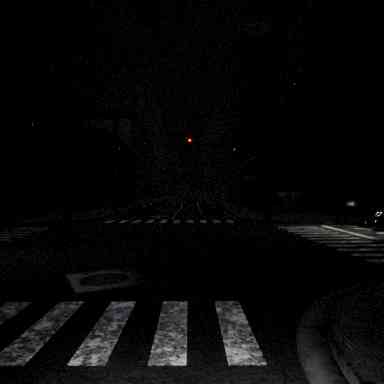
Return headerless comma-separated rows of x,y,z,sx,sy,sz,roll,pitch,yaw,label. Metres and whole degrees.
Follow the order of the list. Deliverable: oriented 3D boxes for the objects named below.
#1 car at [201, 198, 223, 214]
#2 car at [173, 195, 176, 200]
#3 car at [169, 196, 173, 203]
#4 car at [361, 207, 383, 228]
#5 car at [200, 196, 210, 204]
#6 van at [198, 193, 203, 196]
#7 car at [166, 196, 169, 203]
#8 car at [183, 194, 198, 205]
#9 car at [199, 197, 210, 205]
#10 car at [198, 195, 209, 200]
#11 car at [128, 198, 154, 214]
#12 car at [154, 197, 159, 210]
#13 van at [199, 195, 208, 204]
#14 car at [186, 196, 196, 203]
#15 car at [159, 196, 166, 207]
2.343,1.606,36.116,1.947,1.339,4.313,0,0,0,car
-5.621,1.694,80.214,2.008,1.369,4.403,0,0,0,car
-5.636,1.552,69.193,1.967,1.590,4.097,0,0,0,car
13.004,1.304,20.633,4.553,1.767,2.097,0,0,0,car
2.358,1.641,47.139,1.802,1.307,4.206,0,0,0,car
2.373,1.424,58.160,1.690,1.788,3.998,0,0,0,van
-5.651,1.634,58.171,2.008,1.369,4.403,0,0,0,car
-0.165,1.586,59.766,1.837,1.490,4.892,0,-2,0,car
2.381,1.647,63.671,2.008,1.369,4.403,0,0,0,car
2.365,1.637,52.649,1.947,1.339,4.313,0,0,0,car
-5.682,1.480,36.128,1.967,1.590,4.097,0,0,0,car
-5.675,1.490,41.639,1.967,1.590,4.097,0,0,0,car
2.388,1.453,69.182,1.690,1.788,3.998,0,0,0,van
-0.236,1.665,73.717,2.033,1.411,5.357,0,0,0,car
-5.659,1.653,52.660,1.802,1.307,4.206,0,0,0,car
